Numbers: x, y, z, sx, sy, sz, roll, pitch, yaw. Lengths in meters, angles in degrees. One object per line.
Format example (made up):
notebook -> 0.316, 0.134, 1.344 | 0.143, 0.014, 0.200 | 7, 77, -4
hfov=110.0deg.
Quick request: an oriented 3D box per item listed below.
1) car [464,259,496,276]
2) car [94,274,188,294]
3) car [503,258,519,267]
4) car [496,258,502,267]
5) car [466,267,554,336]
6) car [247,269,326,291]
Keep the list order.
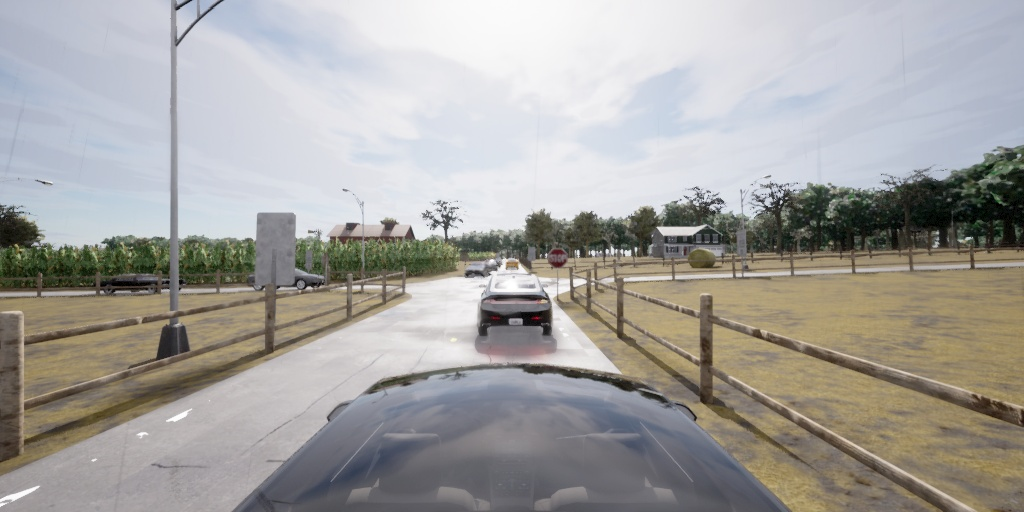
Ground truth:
car -> -3.236, 1.286, 35.084 | 2.033, 1.411, 5.357 | 0, 0, 5
car -> -25.251, 1.874, 24.538 | 4.718, 1.301, 1.895 | -1, -2, 0
car -> 0.021, 1.188, 55.599 | 1.882, 1.535, 5.008 | 0, 0, 0
car -> -2.904, 1.211, 48.247 | 2.128, 1.511, 4.902 | 0, 0, 0
car -> 0.057, 1.245, 10.380 | 2.128, 1.511, 4.902 | 0, 0, -1
car -> -15.340, 1.565, 24.518 | 4.892, 1.490, 1.837 | -1, -2, 1
